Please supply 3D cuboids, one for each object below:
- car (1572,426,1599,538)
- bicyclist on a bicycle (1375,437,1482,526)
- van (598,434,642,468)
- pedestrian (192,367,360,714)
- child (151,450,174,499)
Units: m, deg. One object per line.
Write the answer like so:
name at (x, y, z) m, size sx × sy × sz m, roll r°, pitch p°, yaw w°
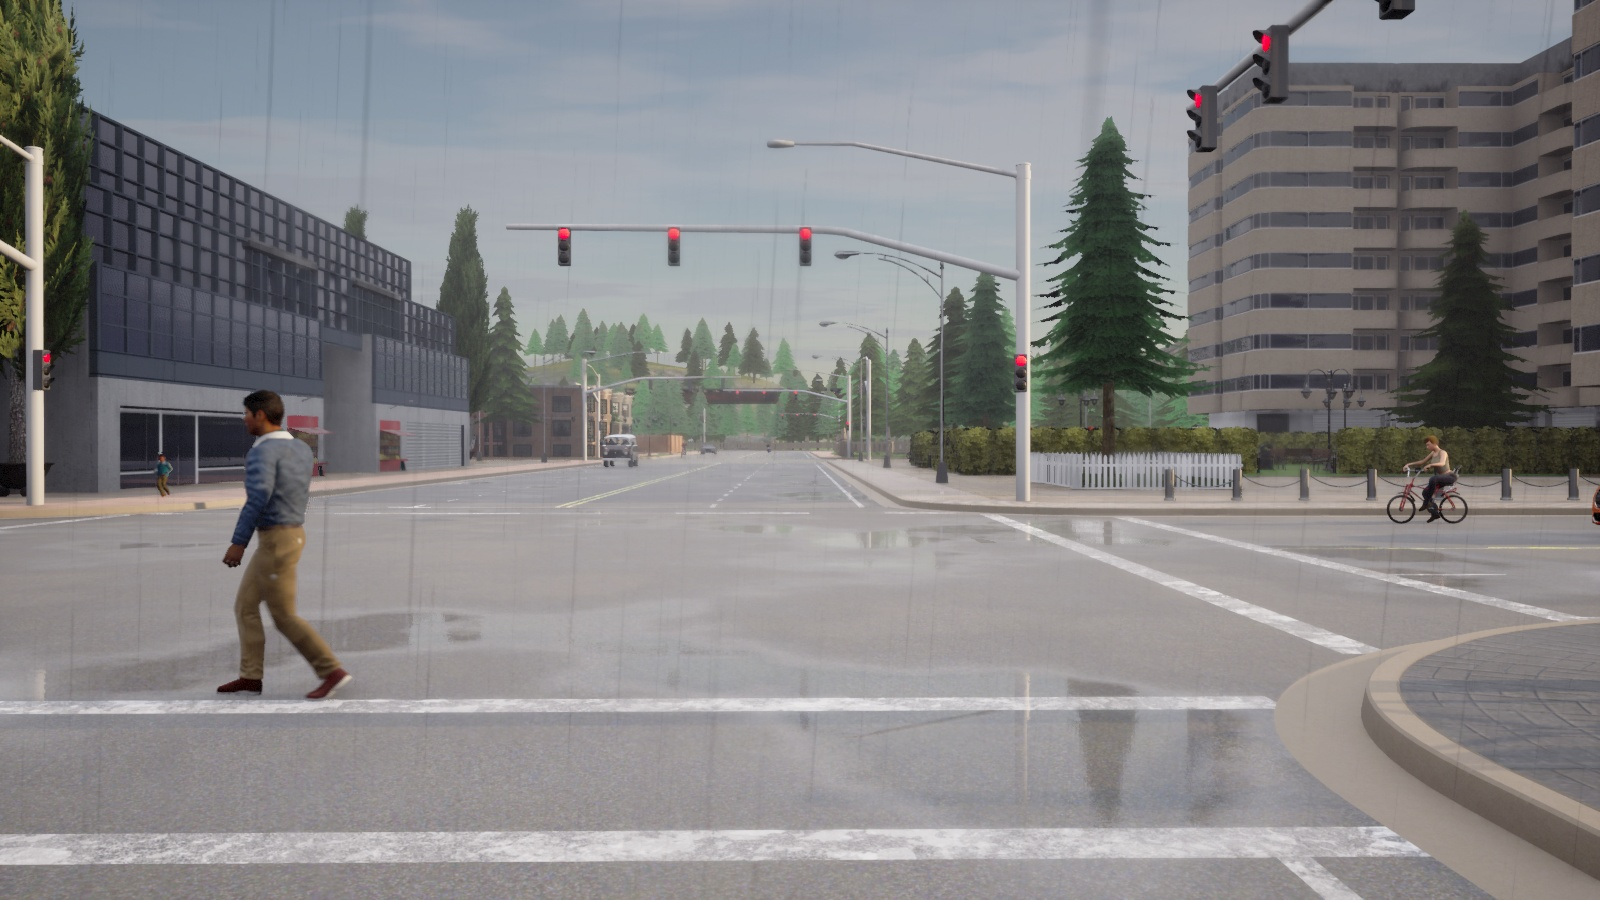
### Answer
car at (14.889, 0.507, 19.479) m, size 4.553 × 1.767 × 2.097 m, roll 0°, pitch 0°, yaw 0°
bicyclist on a bicycle at (11.464, 0.563, 22.946) m, size 1.509 × 1.612 × 0.866 m, roll 0°, pitch 0°, yaw 0°
van at (-11.089, 0.023, 77.550) m, size 2.069 × 2.038 × 4.480 m, roll 0°, pitch 0°, yaw 0°
pedestrian at (-3.020, 0.505, 7.272) m, size 0.788 × 1.949 × 0.423 m, roll 0°, pitch 0°, yaw 1°
child at (-15.759, 0.597, 31.053) m, size 0.343 × 1.192 × 0.448 m, roll 0°, pitch 0°, yaw -3°
